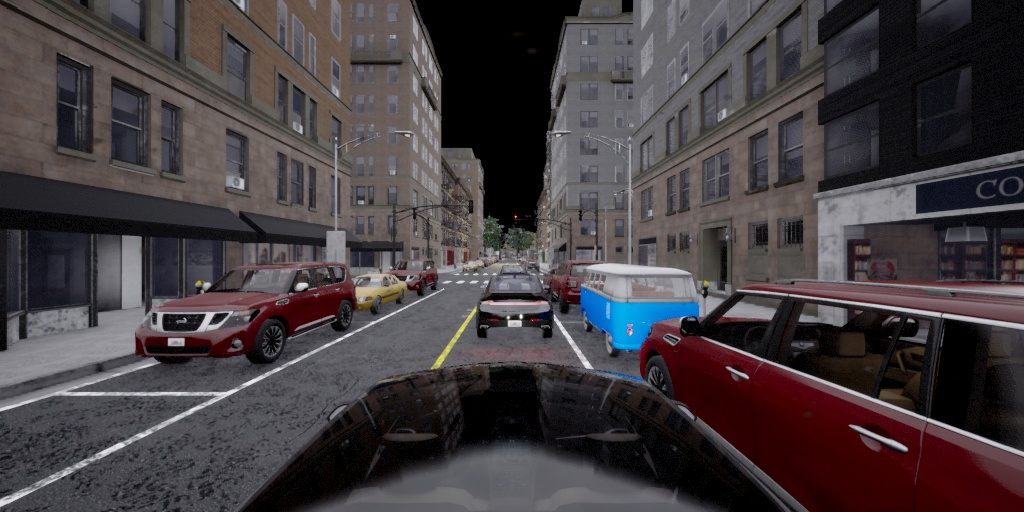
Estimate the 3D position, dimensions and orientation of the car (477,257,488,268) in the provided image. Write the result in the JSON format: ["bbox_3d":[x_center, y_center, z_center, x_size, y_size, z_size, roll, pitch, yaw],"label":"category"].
[{"bbox_3d":[-5.371,1.272,57.432,1.751,1.417,4.829,0,0,0],"label":"car"}]

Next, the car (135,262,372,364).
[{"bbox_3d":[-5.394,1.064,8.274,2.192,1.841,5.009,0,0,0],"label":"car"}]

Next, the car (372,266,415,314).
[{"bbox_3d":[-5.391,1.275,13.782,1.751,1.417,4.829,0,0,0],"label":"car"}]

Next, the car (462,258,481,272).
[{"bbox_3d":[-5.383,1.272,46.468,1.751,1.417,4.829,0,0,0],"label":"car"}]

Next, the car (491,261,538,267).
[{"bbox_3d":[0.082,1.240,20.191,2.128,1.511,4.902,0,0,-1],"label":"car"}]

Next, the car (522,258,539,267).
[{"bbox_3d":[2.670,1.297,46.633,2.007,1.370,4.403,0,0,0],"label":"car"}]

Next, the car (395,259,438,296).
[{"bbox_3d":[-5.388,1.063,19.631,2.192,1.841,5.009,0,0,0],"label":"car"}]

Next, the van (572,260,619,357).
[{"bbox_3d":[2.642,1.091,8.266,1.690,1.789,3.998,0,0,0],"label":"van"}]

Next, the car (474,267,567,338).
[{"bbox_3d":[0.079,1.241,10.140,2.128,1.511,4.902,0,0,0],"label":"car"}]

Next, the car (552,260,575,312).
[{"bbox_3d":[2.646,1.064,13.945,2.192,1.841,5.009,0,0,0],"label":"car"}]

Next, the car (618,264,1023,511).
[{"bbox_3d":[2.638,1.065,2.587,2.192,1.841,5.009,0,0,0],"label":"car"}]

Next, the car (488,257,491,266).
[{"bbox_3d":[-5.365,1.061,63.084,2.192,1.841,5.009,0,0,0],"label":"car"}]
